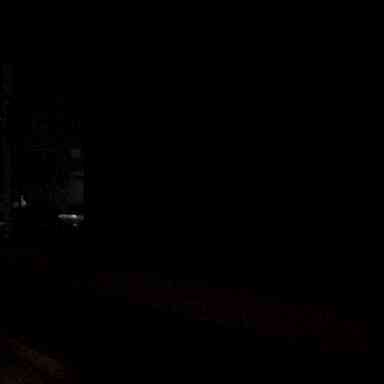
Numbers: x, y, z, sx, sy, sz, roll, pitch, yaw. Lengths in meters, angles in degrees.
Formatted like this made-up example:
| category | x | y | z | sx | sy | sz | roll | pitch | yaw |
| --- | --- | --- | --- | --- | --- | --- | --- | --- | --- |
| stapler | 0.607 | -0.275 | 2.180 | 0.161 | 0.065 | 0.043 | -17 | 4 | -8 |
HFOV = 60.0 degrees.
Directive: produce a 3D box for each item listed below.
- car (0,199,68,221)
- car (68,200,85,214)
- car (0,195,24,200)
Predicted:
| category | x | y | z | sx | sy | sz | roll | pitch | yaw |
| --- | --- | --- | --- | --- | --- | --- | --- | --- | --- |
| car | -13.103 | 1.573 | 27.589 | 1.812 | 1.442 | 4.674 | 0 | 0 | 34 |
| car | -11.589 | 1.580 | 36.306 | 1.812 | 1.442 | 4.674 | 0 | 0 | 31 |
| car | -16.939 | 1.275 | 28.145 | 2.150 | 2.045 | 5.566 | 0 | 0 | 35 |
